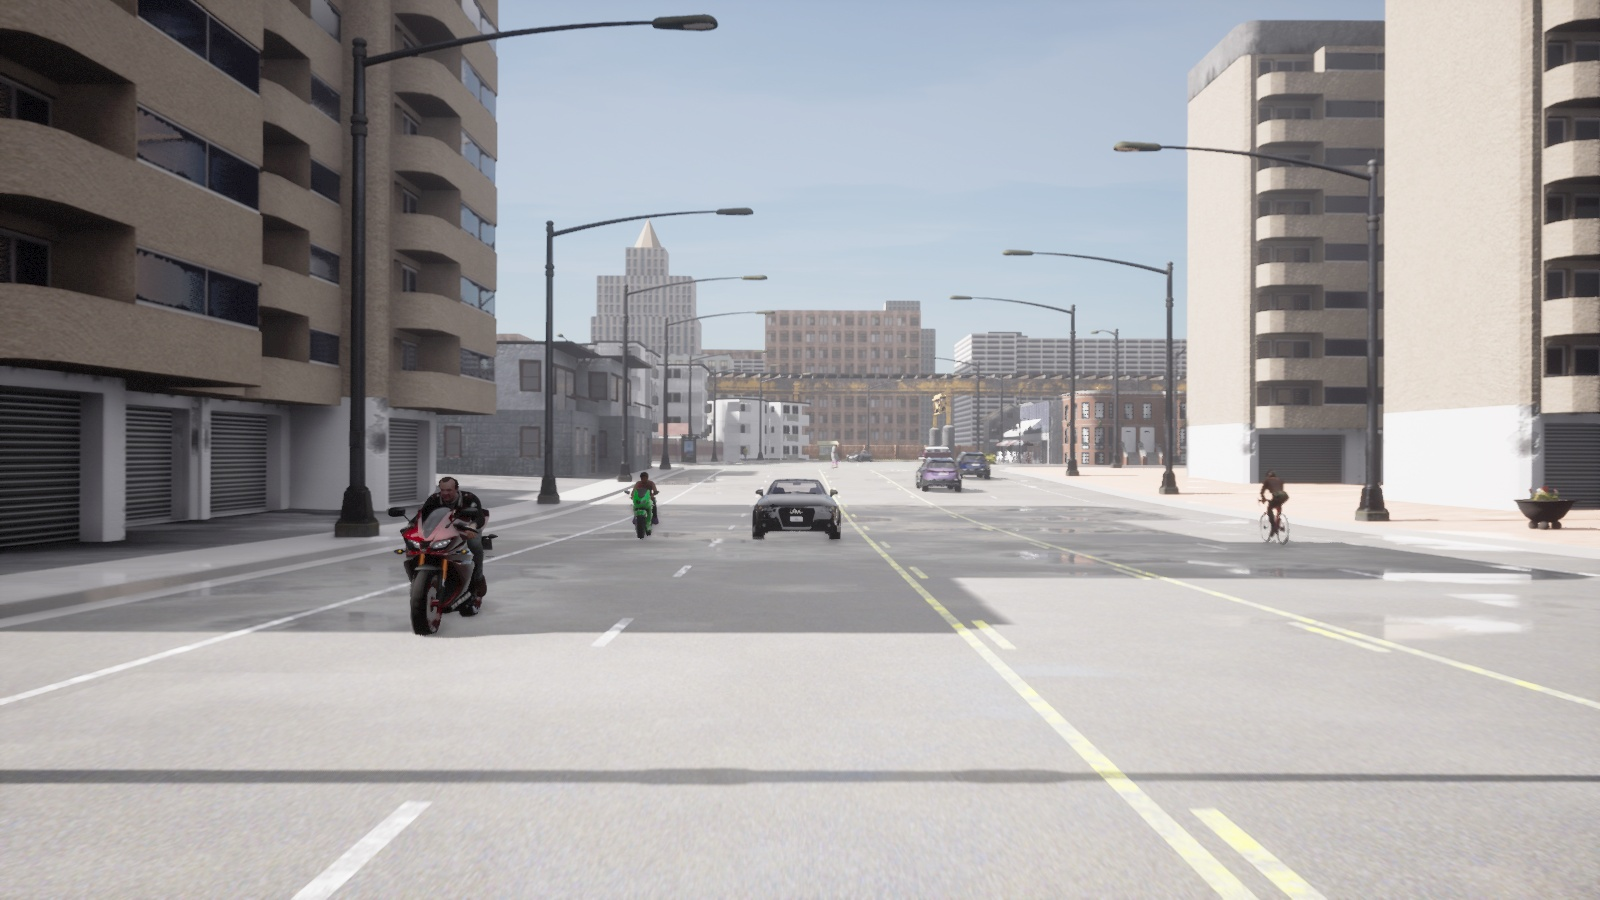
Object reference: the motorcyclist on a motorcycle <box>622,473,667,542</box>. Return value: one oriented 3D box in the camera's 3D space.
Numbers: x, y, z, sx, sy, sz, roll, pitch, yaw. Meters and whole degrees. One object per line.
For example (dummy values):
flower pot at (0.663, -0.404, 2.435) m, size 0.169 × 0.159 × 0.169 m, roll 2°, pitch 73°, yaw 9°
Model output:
motorcyclist on a motorcycle at (-3.567, 1.291, 28.927) m, size 0.797 × 1.523 × 2.044 m, roll 0°, pitch -1°, yaw 0°

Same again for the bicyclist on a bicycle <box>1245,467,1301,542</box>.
bicyclist on a bicycle at (10.436, 1.187, 27.767) m, size 0.582 × 1.620 × 1.656 m, roll 0°, pitch -1°, yaw 0°

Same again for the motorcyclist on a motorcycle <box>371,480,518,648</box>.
motorcyclist on a motorcycle at (-3.529, 1.074, 12.682) m, size 0.866 × 1.530 × 2.191 m, roll 0°, pitch -1°, yaw 0°

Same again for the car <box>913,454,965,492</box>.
car at (6.853, 1.110, 62.434) m, size 2.033 × 1.649 × 4.856 m, roll 0°, pitch 1°, yaw 0°

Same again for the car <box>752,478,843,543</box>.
car at (-0.068, 1.370, 29.653) m, size 1.994 × 1.385 × 4.181 m, roll 0°, pitch -1°, yaw 0°

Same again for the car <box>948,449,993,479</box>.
car at (10.319, 0.811, 76.228) m, size 2.033 × 1.649 × 4.856 m, roll 0°, pitch 1°, yaw 0°
